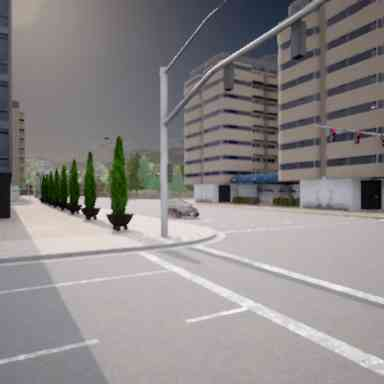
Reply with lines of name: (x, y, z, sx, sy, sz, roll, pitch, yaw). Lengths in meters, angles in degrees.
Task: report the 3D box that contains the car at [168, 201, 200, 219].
car: (-1.095, 1.474, 28.470, 1.812, 1.442, 4.674, 0, 0, -28)
